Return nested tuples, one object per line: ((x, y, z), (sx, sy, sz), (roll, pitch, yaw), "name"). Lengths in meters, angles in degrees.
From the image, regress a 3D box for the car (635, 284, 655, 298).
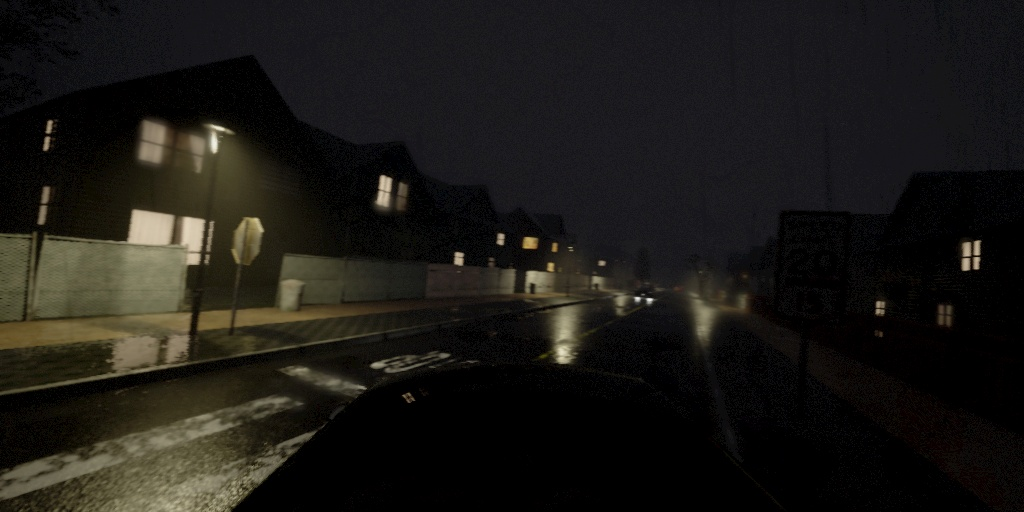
((15.378, 3.968, 41.137), (2.033, 1.411, 5.357), (5, -2, 26), "car")
